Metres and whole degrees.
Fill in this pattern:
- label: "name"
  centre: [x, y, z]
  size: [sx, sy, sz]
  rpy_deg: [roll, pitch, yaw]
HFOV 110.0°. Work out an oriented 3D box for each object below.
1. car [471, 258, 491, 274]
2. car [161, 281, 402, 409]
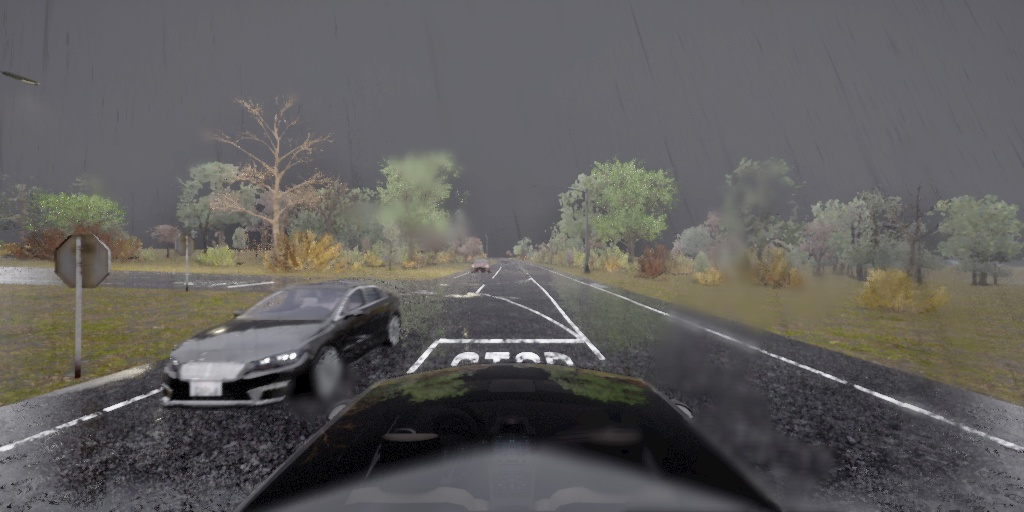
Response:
- label: "car"
  centre: [-3.518, 1.118, 41.420]
  size: [2.097, 1.767, 4.553]
  rpy_deg: [0, 0, 0]
- label: "car"
  centre: [-3.493, 1.258, 6.551]
  size: [2.128, 1.511, 4.902]
  rpy_deg: [0, 0, 0]
